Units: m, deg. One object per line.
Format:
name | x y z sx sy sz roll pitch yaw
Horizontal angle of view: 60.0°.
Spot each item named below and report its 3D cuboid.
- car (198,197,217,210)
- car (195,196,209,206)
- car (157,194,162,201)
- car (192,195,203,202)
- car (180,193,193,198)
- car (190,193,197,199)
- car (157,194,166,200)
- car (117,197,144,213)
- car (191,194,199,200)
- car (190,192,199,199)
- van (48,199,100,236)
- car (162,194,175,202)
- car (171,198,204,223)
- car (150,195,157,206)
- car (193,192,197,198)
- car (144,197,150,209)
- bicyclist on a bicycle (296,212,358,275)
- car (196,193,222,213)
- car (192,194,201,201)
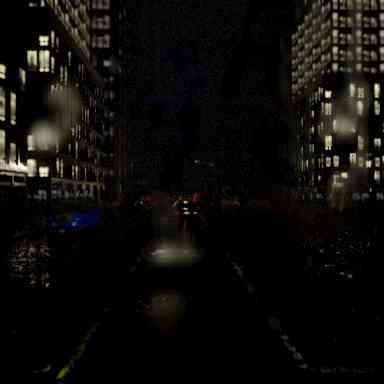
car | 1.785 1.378 39.864 1.887 1.381 4.507 0 0 -1
car | 1.524 1.352 50.940 1.947 1.339 4.313 0 0 -1
car | -7.376 1.276 72.893 1.802 1.307 4.206 0 0 -1
car | 1.133 1.265 67.553 2.008 1.369 4.403 0 0 -1
car | -1.018 1.274 48.657 1.882 1.535 5.008 0 0 -1
car | 0.480 1.034 95.241 1.967 1.590 4.097 0 0 -1
car | -7.637 1.228 83.968 1.802 1.307 4.206 0 0 -1
car | -6.462 1.426 34.128 1.947 1.339 4.313 0 0 -1
car | 0.741 1.209 84.166 1.947 1.339 4.313 0 0 -1
car | 0.612 0.934 89.703 2.192 1.841 5.009 0 0 -1
van | -6.070 1.270 17.514 1.690 1.788 3.998 0 0 -1
car | -4.614 1.206 69.717 1.837 1.490 4.892 0 0 -1
car | -0.453 1.445 24.662 2.033 1.411 5.357 0 0 -1
car | -6.854 1.371 50.742 1.802 1.307 4.206 0 0 -1
car | 1.656 1.125 45.401 2.192 1.841 5.009 0 0 -1
car | -6.593 1.387 39.665 2.008 1.369 4.403 0 0 -1
bicyclist on a bicycle | 3.538 1.349 8.787 1.656 1.620 0.582 -4 0 -1
car | 1.917 1.172 34.325 2.192 1.841 5.009 0 0 -1
car | 0.998 1.215 73.260 1.752 1.417 4.829 0 0 -1
